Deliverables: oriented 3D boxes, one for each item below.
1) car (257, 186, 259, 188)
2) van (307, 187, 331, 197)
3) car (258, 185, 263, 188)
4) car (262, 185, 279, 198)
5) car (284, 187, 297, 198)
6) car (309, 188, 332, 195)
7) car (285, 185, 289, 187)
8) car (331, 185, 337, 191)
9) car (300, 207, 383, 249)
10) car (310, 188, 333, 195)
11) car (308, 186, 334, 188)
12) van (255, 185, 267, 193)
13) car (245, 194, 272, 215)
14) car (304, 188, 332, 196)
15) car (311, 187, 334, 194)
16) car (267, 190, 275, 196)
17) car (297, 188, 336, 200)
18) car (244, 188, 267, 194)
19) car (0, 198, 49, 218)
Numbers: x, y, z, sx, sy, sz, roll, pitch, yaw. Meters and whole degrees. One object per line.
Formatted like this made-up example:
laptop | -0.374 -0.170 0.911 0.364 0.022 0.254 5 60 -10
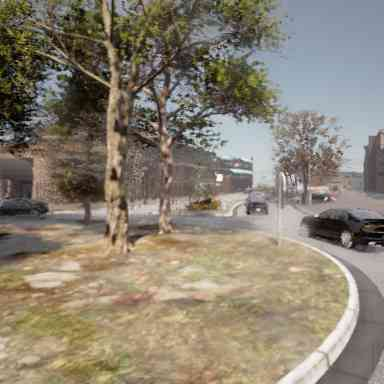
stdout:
car | 14.287 -0.270 82.564 2.097 1.535 5.008 0 2 26
van | 25.549 -0.088 66.898 4.442 1.987 1.878 0 2 23
car | 16.703 -0.423 87.494 2.163 1.488 4.792 0 2 27
car | 15.315 0.066 62.866 2.150 2.045 5.566 0 2 22
car | 18.492 0.357 62.717 1.812 1.442 4.674 0 2 23
car | 28.775 -0.102 74.433 4.792 1.488 2.163 0 2 25
car | 19.447 -0.169 72.698 1.882 1.535 5.008 0 2 25
car | 22.392 0.133 59.492 5.566 2.045 2.435 0 2 22
car | 6.541 1.394 14.243 1.882 1.535 5.008 1 0 -11
car | 29.997 -0.195 76.872 4.792 1.488 2.163 0 2 26
car | 20.377 0.415 54.379 4.553 1.767 2.185 0 2 22
van | 19.212 -0.861 92.332 1.878 1.987 4.442 0 2 29
car | 6.007 1.227 30.750 1.837 1.490 4.892 0 1 8
car | 26.369 0.045 69.530 5.366 1.575 1.946 0 2 24
car | 31.161 -0.318 79.341 4.892 1.521 2.231 0 2 27
car | 11.664 0.731 53.356 1.895 1.301 4.718 0 2 21
car | 19.329 0.618 51.836 4.892 1.521 2.231 0 2 22
car | 8.171 0.775 42.676 2.097 1.767 4.553 0 1 15
car | -13.999 1.269 26.377 4.892 1.490 1.837 0 -1 -22
